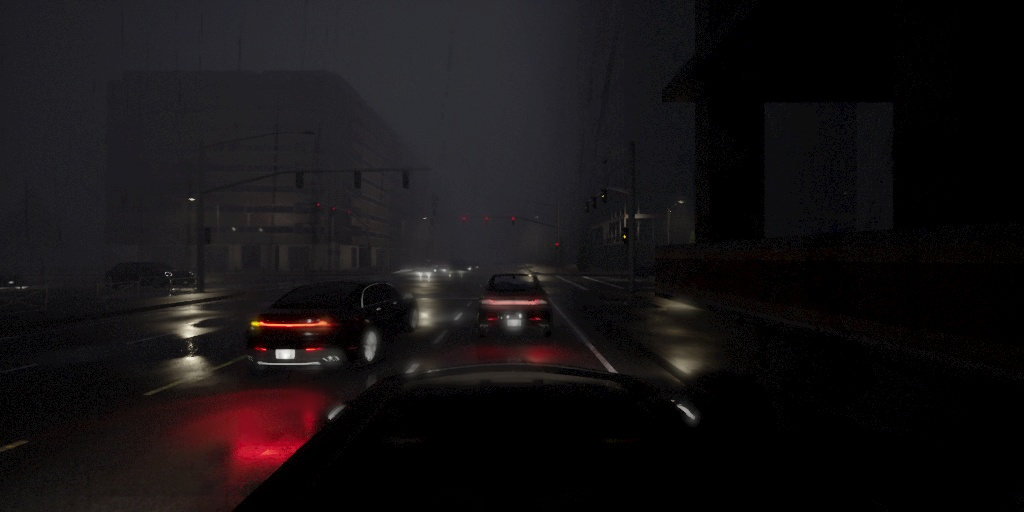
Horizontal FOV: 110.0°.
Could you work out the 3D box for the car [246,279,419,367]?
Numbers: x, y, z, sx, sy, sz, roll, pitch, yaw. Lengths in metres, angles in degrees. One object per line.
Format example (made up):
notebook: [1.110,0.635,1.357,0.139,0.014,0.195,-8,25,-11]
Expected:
car: [-3.451,1.255,7.909,1.837,1.490,4.892,0,0,0]

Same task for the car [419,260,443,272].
car: [-10.984,1.241,47.497,2.128,1.511,4.902,0,0,0]

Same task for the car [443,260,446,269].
car: [-10.954,1.350,56.841,1.895,1.301,4.718,0,0,1]

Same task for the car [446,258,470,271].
car: [-7.491,1.227,50.268,1.882,1.535,5.008,0,0,0]

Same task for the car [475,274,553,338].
car: [0.059,1.241,10.229,2.128,1.511,4.902,0,0,0]

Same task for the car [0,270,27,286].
car: [-35.590,1.353,23.603,5.357,1.411,2.033,0,0,0]

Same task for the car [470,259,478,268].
car: [-7.411,1.313,60.285,1.994,1.385,4.181,0,0,1]

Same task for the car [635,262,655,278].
car: [13.946,1.296,34.220,4.902,1.511,2.128,0,0,0]

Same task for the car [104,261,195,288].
car: [-23.706,1.157,23.584,4.553,1.767,2.097,0,0,0]
